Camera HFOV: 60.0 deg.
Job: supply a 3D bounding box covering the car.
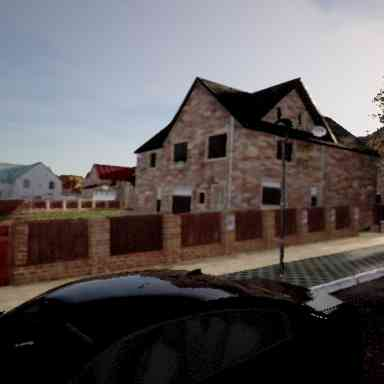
[{"bbox_3d":[-0.631,1.477,2.617,5.008,1.535,1.882,0,0,-36],"label":"car"}]
